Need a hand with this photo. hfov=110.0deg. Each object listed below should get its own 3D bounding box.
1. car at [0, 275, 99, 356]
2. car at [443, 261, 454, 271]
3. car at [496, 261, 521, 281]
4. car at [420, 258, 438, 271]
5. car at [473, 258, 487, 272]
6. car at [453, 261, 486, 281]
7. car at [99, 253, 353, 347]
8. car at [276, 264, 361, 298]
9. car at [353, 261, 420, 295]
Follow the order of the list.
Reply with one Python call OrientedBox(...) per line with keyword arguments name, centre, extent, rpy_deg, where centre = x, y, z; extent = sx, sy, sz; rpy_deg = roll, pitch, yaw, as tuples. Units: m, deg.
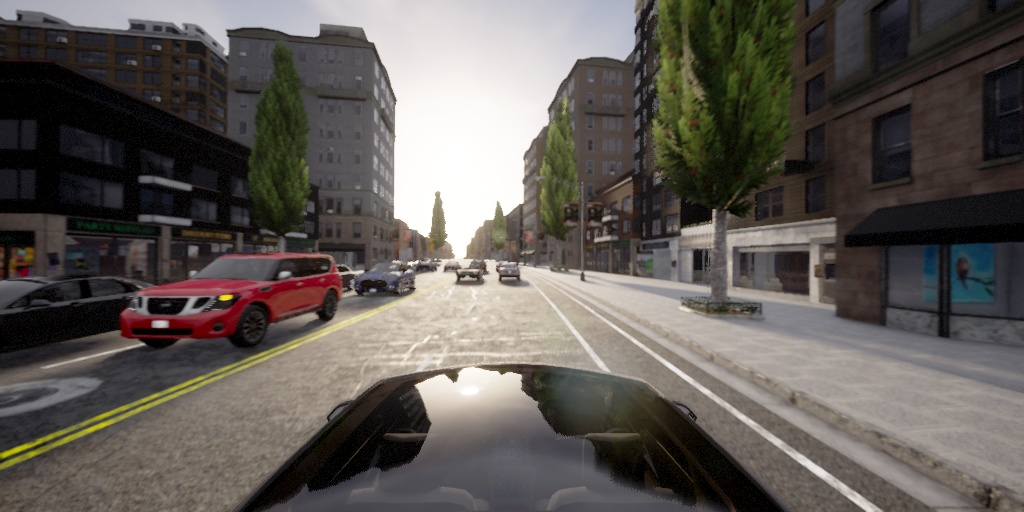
OrientedBox(name="car", centre=(-9.843, 1.185, 7.449), extent=(1.837, 1.490, 4.892), rpy_deg=(0, 0, 0))
OrientedBox(name="car", centre=(-7.583, 1.289, 46.008), extent=(1.994, 1.385, 4.181), rpy_deg=(0, 0, -4))
OrientedBox(name="car", centre=(-0.232, 1.298, 30.212), extent=(2.033, 1.411, 5.357), rpy_deg=(0, 0, -2))
OrientedBox(name="car", centre=(-10.831, 1.052, 45.907), extent=(2.097, 1.767, 4.553), rpy_deg=(0, 0, -4))
OrientedBox(name="car", centre=(-4.317, 1.092, 46.525), extent=(2.097, 1.767, 4.553), rpy_deg=(0, 0, -3))
OrientedBox(name="car", centre=(-3.472, 1.328, 29.842), extent=(1.895, 1.301, 4.718), rpy_deg=(0, 0, -2))
OrientedBox(name="car", centre=(-6.581, 0.923, 9.470), extent=(2.150, 2.045, 5.566), rpy_deg=(0, 0, 0))
OrientedBox(name="car", centre=(-9.867, 1.184, 18.832), extent=(1.837, 1.490, 4.892), rpy_deg=(0, 0, -1))
OrientedBox(name="car", centre=(-6.646, 1.053, 19.239), extent=(2.097, 1.767, 4.553), rpy_deg=(0, 0, -2))
